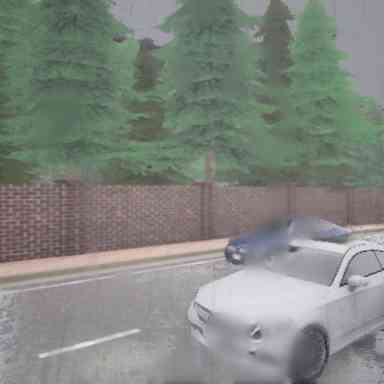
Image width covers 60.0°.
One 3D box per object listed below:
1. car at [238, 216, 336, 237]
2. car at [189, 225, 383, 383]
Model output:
[{"bbox_3d":[3.152,1.507,10.413,4.674,1.442,1.812,0,0,-34],"label":"car"},{"bbox_3d":[2.141,1.515,5.467,4.674,1.442,1.812,0,0,-35],"label":"car"}]
